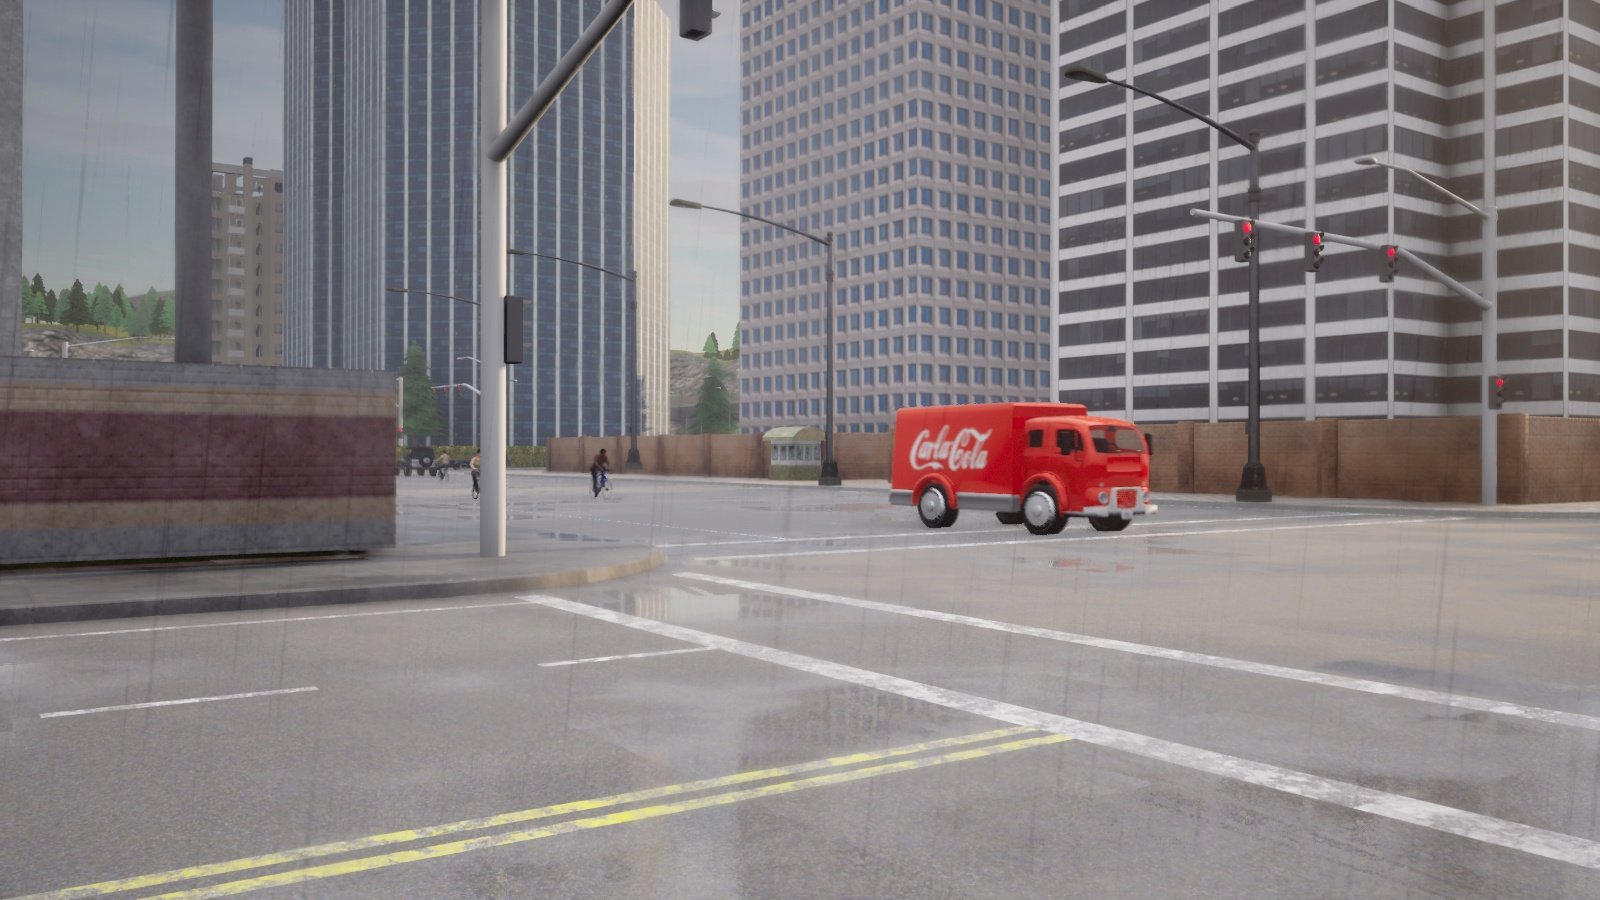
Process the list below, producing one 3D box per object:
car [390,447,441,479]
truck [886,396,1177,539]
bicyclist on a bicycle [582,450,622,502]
[{"bbox_3d":[-23.771,0.781,77.625,1.905,1.878,3.866,0,0,-35],"label":"car"},{"bbox_3d":[4.372,0.309,24.542,2.627,2.467,5.204,0,0,-36],"label":"truck"},{"bbox_3d":[-6.294,0.809,39.905,0.582,1.620,1.656,0,0,-35],"label":"bicyclist on a bicycle"}]
